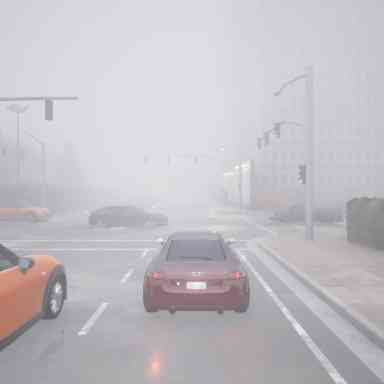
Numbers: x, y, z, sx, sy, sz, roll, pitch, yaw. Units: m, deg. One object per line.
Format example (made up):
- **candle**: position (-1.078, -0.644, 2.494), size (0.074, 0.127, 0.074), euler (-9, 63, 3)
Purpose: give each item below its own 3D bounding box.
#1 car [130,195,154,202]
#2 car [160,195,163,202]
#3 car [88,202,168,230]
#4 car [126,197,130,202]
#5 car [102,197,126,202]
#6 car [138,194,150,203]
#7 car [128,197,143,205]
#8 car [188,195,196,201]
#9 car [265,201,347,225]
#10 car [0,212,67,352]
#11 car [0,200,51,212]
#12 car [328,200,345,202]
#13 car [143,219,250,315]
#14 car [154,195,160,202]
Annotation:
- **car**: position (-7.024, 1.352, 47.109), size (2.097, 1.767, 4.553), euler (0, 0, 0)
- **car**: position (-6.939, 1.352, 66.130), size (2.097, 1.767, 4.553), euler (0, 0, 1)
- **car**: position (-3.927, 1.536, 20.717), size (4.892, 1.490, 1.837), euler (0, 0, 0)
- **car**: position (-10.521, 1.477, 52.659), size (1.882, 1.535, 5.008), euler (0, 0, 0)
- **car**: position (-10.546, 1.491, 43.510), size (2.128, 1.511, 4.902), euler (0, 0, 1)
- **car**: position (-10.406, 1.355, 72.289), size (2.097, 1.767, 4.553), euler (0, 0, 0)
- **car**: position (-10.476, 1.601, 61.959), size (1.895, 1.301, 4.718), euler (0, 0, 0)
- **car**: position (0.110, 1.552, 84.594), size (1.994, 1.385, 4.181), euler (0, 0, 0)
- **car**: position (8.138, 1.604, 24.226), size (5.357, 1.411, 2.033), euler (0, 0, 0)
- **car**: position (-3.434, 1.352, 4.506), size (2.097, 1.767, 4.553), euler (0, 0, 1)
- **car**: position (-12.631, 1.377, 24.208), size (4.553, 1.767, 2.097), euler (0, 0, 0)
- **car**: position (13.134, 1.547, 31.430), size (4.902, 1.511, 2.128), euler (0, 0, 0)
- **car**: position (0.087, 1.564, 7.680), size (1.994, 1.385, 4.181), euler (0, 0, 0)
- **car**: position (-7.009, 1.505, 56.052), size (1.837, 1.490, 4.892), euler (0, 0, 0)
